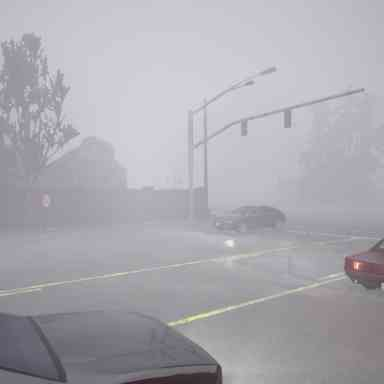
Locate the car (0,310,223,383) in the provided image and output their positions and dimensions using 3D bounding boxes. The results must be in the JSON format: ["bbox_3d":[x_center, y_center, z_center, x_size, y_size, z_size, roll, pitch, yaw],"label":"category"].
[{"bbox_3d":[-2.258,1.547,2.127,5.357,1.411,2.033,0,0,-36],"label":"car"}]

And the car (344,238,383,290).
[{"bbox_3d":[5.708,1.597,7.801,4.718,1.301,1.895,0,0,-35],"label":"car"}]

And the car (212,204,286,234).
[{"bbox_3d":[3.336,1.501,19.150,4.892,1.490,1.837,0,0,-35],"label":"car"}]
